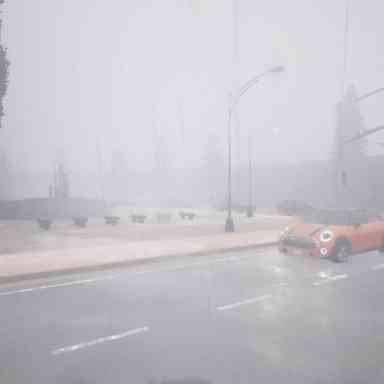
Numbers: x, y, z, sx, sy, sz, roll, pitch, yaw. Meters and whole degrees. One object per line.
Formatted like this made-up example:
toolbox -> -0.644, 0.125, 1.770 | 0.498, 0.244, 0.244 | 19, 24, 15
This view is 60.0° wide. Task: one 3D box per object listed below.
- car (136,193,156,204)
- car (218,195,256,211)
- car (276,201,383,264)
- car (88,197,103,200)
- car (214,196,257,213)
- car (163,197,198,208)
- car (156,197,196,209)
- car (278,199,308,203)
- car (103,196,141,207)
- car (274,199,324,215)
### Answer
car -> -9.154, 1.221, 61.281 | 5.566, 2.045, 2.150 | 0, 0, 22
car -> 5.645, 1.352, 42.424 | 2.097, 1.767, 4.553 | 0, 0, -42
car -> 5.212, 1.352, 11.953 | 4.553, 1.767, 2.097 | 0, 0, -35
car -> -19.309, 1.601, 64.083 | 4.718, 1.301, 1.895 | 0, 0, 10
car -> 4.845, 1.547, 38.117 | 2.033, 1.411, 5.357 | 0, 0, -38
car -> -1.782, 1.478, 49.258 | 5.008, 1.535, 1.882 | 0, 0, 35
car -> -2.136, 1.505, 45.165 | 4.892, 1.490, 1.837 | 0, 0, 38
car -> 10.476, 1.526, 30.403 | 1.812, 1.442, 4.674 | 0, 0, -35
car -> -10.653, 1.601, 50.498 | 4.718, 1.301, 1.895 | 0, 0, 25
car -> 11.242, 1.505, 35.267 | 1.837, 1.490, 4.892 | 0, 0, -37
